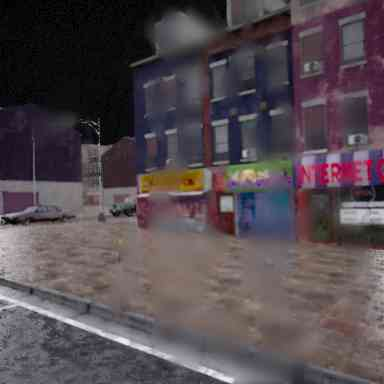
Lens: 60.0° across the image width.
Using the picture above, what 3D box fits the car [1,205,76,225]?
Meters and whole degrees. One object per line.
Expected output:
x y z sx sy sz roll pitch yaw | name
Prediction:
-11.842 1.772 26.104 2.033 1.411 5.357 -3 -2 39 | car

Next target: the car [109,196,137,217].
-5.907 1.441 34.386 2.150 2.045 5.566 -3 -2 36 | car
